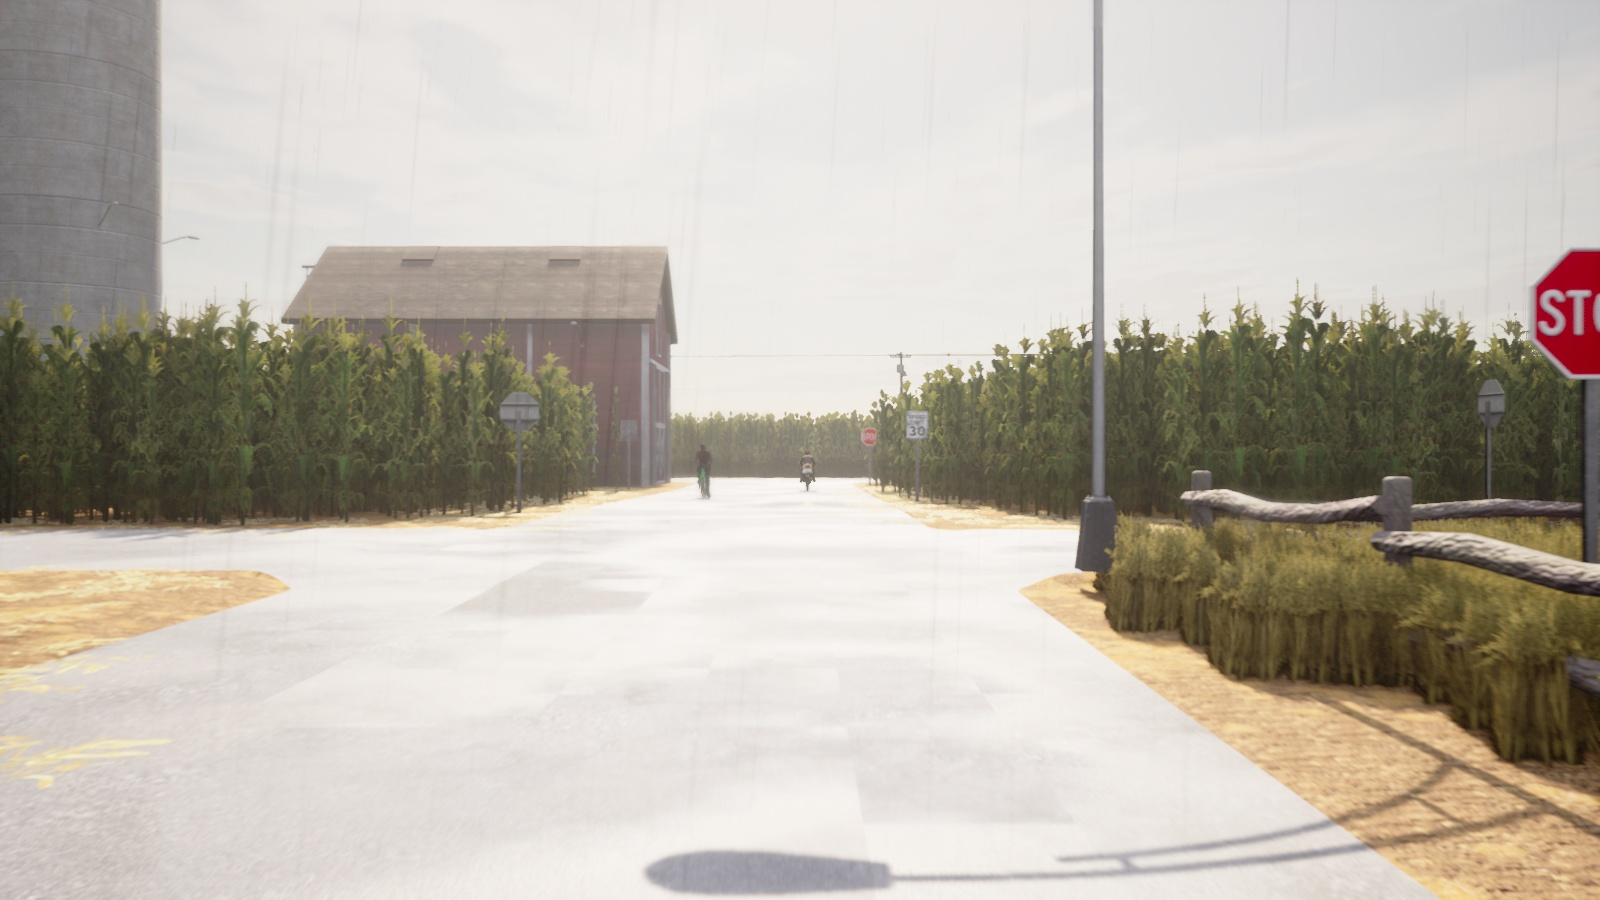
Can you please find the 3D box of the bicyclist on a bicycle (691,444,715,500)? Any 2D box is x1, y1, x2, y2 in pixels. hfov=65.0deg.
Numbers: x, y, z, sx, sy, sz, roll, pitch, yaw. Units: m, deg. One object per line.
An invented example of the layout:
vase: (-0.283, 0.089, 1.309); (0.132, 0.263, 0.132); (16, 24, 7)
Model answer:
bicyclist on a bicycle: (-2.873, 0.646, 37.299); (0.582, 1.620, 1.656); (0, 0, 0)

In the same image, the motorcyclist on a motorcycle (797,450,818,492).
motorcyclist on a motorcycle: (0.284, 0.784, 47.400); (0.797, 1.523, 2.044); (0, 0, 0)
